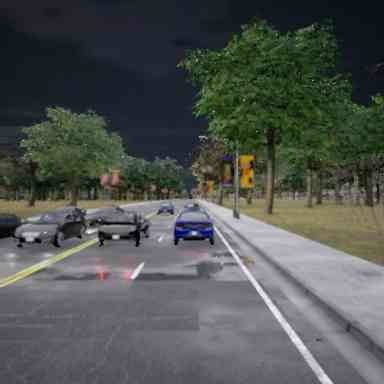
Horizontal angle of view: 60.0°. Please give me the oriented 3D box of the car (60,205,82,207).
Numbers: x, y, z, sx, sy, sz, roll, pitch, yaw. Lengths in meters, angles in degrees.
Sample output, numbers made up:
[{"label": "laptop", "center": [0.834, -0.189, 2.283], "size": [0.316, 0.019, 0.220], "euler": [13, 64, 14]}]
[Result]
[{"label": "car", "center": [-9.757, 1.818, 26.420], "size": [1.837, 1.490, 4.892], "euler": [0, -1, 0]}]

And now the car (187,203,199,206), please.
[{"label": "car", "center": [0.091, 1.981, 38.179], "size": [1.812, 1.442, 4.674], "euler": [0, -1, 0]}]

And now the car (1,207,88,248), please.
[{"label": "car", "center": [-6.564, 1.679, 15.958], "size": [2.128, 1.511, 4.902], "euler": [0, -1, 0]}]

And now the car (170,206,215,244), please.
[{"label": "car", "center": [0.095, 1.677, 16.982], "size": [1.882, 1.535, 5.008], "euler": [0, -1, 0]}]

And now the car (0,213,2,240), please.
[{"label": "car", "center": [-9.810, 1.738, 16.251], "size": [2.033, 1.411, 5.357], "euler": [0, -1, 0]}]

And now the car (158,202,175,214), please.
[{"label": "car", "center": [-3.171, 2.022, 41.523], "size": [1.812, 1.442, 4.674], "euler": [0, -1, 0]}]

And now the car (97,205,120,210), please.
[{"label": "car", "center": [-6.507, 1.813, 26.005], "size": [1.837, 1.490, 4.892], "euler": [0, -1, 0]}]

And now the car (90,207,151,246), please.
[{"label": "car", "center": [-3.154, 1.682, 16.216], "size": [2.128, 1.511, 4.902], "euler": [0, -1, 0]}]
